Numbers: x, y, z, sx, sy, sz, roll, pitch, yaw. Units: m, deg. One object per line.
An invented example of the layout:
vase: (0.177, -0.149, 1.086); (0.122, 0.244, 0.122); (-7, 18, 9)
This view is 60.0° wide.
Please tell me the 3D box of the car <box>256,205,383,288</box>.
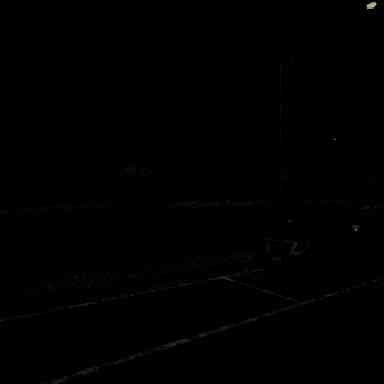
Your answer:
car: (4.086, 1.313, 9.455); (5.009, 1.841, 2.192); (0, 0, -36)
